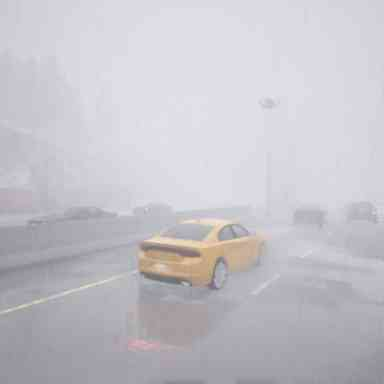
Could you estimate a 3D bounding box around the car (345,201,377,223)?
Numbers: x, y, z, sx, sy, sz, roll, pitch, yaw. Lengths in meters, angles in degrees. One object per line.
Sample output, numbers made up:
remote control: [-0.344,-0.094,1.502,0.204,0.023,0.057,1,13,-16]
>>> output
car: [14.227,1.577,27.944,2.097,1.767,4.553,1,0,25]

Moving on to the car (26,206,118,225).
car: [-6.422,1.478,18.612,2.033,1.411,5.357,1,0,30]

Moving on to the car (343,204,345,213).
car: [18.668,1.777,38.537,1.882,1.535,5.008,1,0,21]

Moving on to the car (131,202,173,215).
car: [-3.668,1.584,31.326,1.895,1.301,4.718,1,0,26]

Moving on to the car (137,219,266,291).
car: [0.577,1.493,9.327,1.882,1.535,5.008,1,0,30]

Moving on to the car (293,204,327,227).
car: [8.726,1.623,24.409,1.882,1.535,5.008,1,0,26]
